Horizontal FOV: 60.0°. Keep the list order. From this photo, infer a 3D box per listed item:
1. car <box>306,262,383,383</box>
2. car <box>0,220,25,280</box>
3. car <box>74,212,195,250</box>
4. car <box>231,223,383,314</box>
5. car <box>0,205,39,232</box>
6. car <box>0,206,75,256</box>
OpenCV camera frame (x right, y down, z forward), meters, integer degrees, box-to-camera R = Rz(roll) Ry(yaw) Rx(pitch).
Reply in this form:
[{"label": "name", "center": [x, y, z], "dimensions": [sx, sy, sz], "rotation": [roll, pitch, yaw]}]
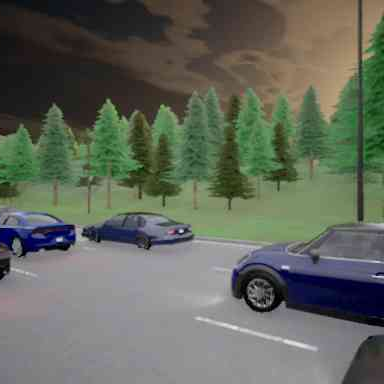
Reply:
[{"label": "car", "center": [3.497, 1.544, 1.452], "dimensions": [5.357, 1.411, 2.033], "rotation": [0, 0, 36]}, {"label": "car", "center": [-6.597, 1.524, 8.673], "dimensions": [4.892, 1.490, 1.837], "rotation": [0, 0, 36]}, {"label": "car", "center": [-2.460, 1.565, 14.331], "dimensions": [5.357, 1.411, 2.033], "rotation": [0, 0, 35]}, {"label": "car", "center": [2.992, 1.353, 6.132], "dimensions": [4.553, 1.767, 2.097], "rotation": [0, 0, 36]}, {"label": "car", "center": [-12.220, 1.586, 21.277], "dimensions": [5.357, 1.411, 2.033], "rotation": [0, 0, 35]}, {"label": "car", "center": [-6.620, 1.500, 12.998], "dimensions": [5.008, 1.535, 1.882], "rotation": [0, 0, 35]}]
